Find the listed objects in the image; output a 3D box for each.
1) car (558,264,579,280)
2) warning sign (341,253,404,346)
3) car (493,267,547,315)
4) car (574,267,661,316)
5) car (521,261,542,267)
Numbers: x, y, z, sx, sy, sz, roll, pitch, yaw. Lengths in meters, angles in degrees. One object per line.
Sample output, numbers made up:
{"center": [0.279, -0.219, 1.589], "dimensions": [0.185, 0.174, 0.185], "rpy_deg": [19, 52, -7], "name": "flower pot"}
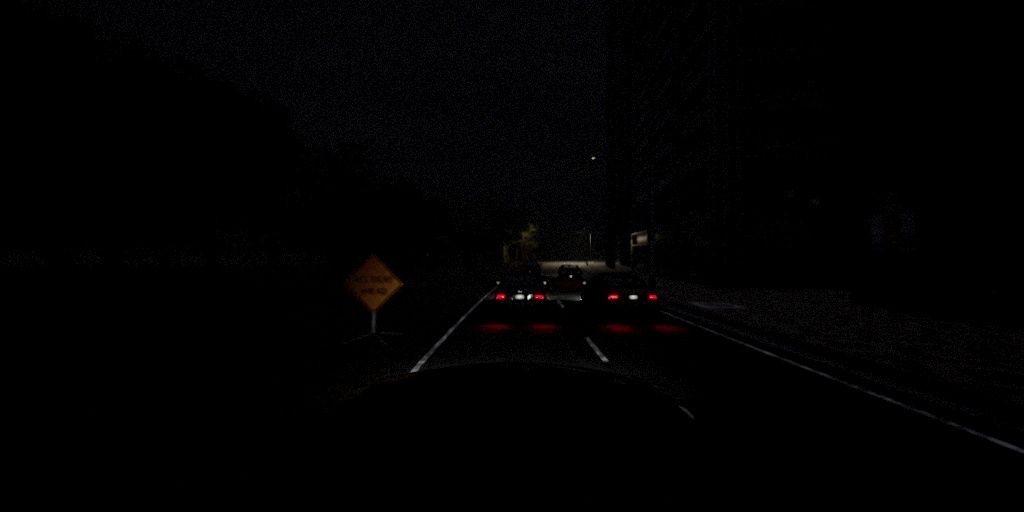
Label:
{"center": [5.032, 1.370, 31.602], "dimensions": [1.895, 1.301, 4.718], "rpy_deg": [0, 0, 5], "name": "car"}
{"center": [-2.989, 0.875, 7.760], "dimensions": [1.300, 1.860, 1.060], "rpy_deg": [0, 0, 1], "name": "warning sign"}
{"center": [0.348, 1.318, 13.628], "dimensions": [2.033, 1.411, 5.357], "rpy_deg": [0, 0, 2], "name": "car"}
{"center": [3.855, 1.323, 13.580], "dimensions": [2.033, 1.411, 5.357], "rpy_deg": [0, 0, 2], "name": "car"}
{"center": [1.837, 1.235, 34.814], "dimensions": [1.882, 1.535, 5.008], "rpy_deg": [0, 0, 6], "name": "car"}
